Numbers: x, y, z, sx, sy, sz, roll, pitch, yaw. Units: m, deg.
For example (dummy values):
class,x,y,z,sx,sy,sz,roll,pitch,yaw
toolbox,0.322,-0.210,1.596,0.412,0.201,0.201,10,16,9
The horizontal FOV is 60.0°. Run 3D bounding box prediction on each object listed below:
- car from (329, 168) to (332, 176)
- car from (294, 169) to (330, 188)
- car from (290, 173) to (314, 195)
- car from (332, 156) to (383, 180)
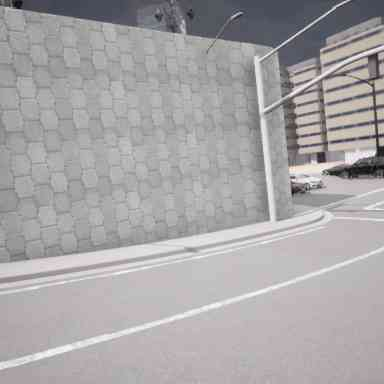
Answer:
class,x,y,z,sx,sy,sz,roll,pitch,yaw
car,17.198,-2.520,38.260,1.994,1.385,4.181,-10,6,-35
car,9.711,-0.974,30.507,1.812,1.442,4.674,-10,6,-35
car,7.358,-0.459,27.864,1.812,1.442,4.674,-10,6,-35
car,17.069,-2.339,32.354,2.150,2.045,5.566,-10,6,-35
